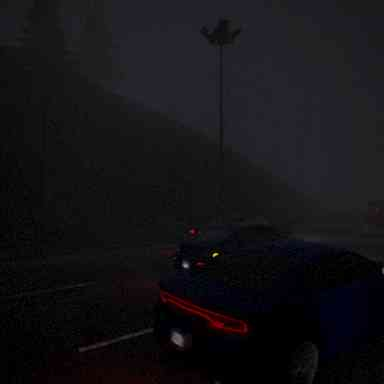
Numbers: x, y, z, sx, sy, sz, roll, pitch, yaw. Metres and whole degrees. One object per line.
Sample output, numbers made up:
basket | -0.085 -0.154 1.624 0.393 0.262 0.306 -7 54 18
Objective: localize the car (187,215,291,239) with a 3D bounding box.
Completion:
car | 1.639 1.601 9.638 4.674 1.442 1.812 0 0 -39

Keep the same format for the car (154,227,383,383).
car | 1.811 1.516 5.279 5.008 1.535 1.882 0 -1 -37

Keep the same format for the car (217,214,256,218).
car | 2.297 1.660 14.635 5.357 1.411 2.033 0 -1 -40

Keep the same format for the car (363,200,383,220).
car | 16.575 1.515 29.193 2.097 1.767 4.553 -1 -1 37
